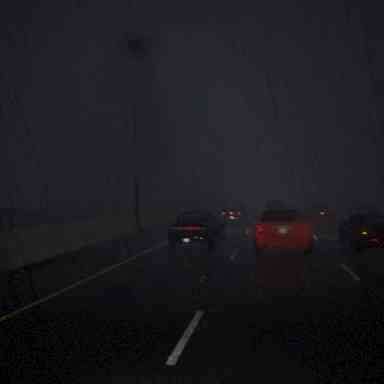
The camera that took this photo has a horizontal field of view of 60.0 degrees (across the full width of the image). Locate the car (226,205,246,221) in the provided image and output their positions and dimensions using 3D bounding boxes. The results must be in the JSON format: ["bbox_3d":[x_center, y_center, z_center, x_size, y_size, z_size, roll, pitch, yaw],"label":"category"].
[{"bbox_3d":[3.745,1.776,29.279,1.895,1.301,4.718,-1,0,13],"label":"car"}]

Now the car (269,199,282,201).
[{"bbox_3d":[7.143,1.475,28.454,2.097,1.767,4.553,-1,-1,13],"label":"car"}]

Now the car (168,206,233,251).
[{"bbox_3d":[0.344,1.602,14.867,2.128,1.511,4.902,-1,0,13],"label":"car"}]

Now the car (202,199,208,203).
[{"bbox_3d":[2.643,1.804,70.272,2.150,2.045,5.566,-1,-1,13],"label":"car"}]

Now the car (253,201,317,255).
[{"bbox_3d":[3.702,1.409,13.873,2.097,1.767,4.553,-1,-1,13],"label":"car"}]

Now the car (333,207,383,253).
[{"bbox_3d":[7.180,1.536,13.356,1.812,1.442,4.674,-1,0,13],"label":"car"}]

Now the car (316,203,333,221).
[{"bbox_3d":[10.600,1.640,27.844,1.994,1.385,4.181,-1,0,13],"label":"car"}]

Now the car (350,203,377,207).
[{"bbox_3d":[14.010,1.590,27.055,1.994,1.385,4.181,-1,0,13],"label":"car"}]

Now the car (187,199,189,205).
[{"bbox_3d":[-0.752,2.169,71.101,2.033,1.411,5.357,-1,-1,13],"label":"car"}]
